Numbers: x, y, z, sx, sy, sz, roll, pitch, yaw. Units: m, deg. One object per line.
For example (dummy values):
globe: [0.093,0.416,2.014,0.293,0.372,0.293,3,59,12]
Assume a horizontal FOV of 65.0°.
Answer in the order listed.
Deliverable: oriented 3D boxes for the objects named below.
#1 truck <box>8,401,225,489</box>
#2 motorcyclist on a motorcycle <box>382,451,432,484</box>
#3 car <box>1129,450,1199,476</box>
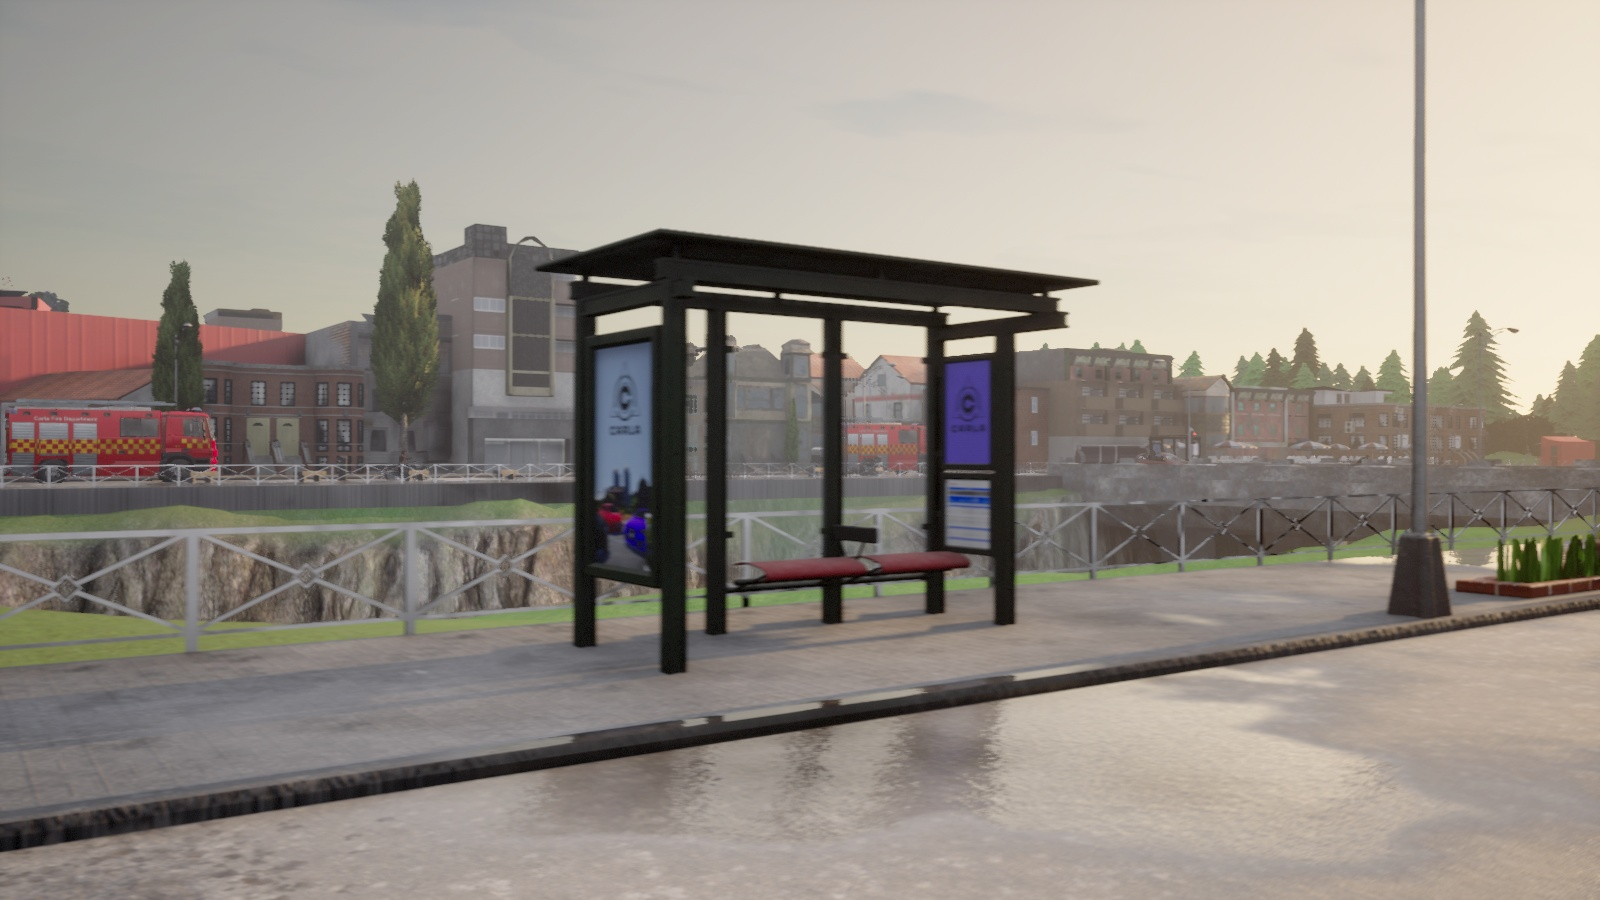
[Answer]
truck: [-31.282,-0.212,57.683,8.468,3.827,2.891,0,0,-35]
motorcyclist on a motorcycle: [-20.396,0.898,65.261,2.350,1.649,0.766,0,0,-35]
car: [23.131,0.790,79.918,1.851,1.617,3.988,0,0,-35]
